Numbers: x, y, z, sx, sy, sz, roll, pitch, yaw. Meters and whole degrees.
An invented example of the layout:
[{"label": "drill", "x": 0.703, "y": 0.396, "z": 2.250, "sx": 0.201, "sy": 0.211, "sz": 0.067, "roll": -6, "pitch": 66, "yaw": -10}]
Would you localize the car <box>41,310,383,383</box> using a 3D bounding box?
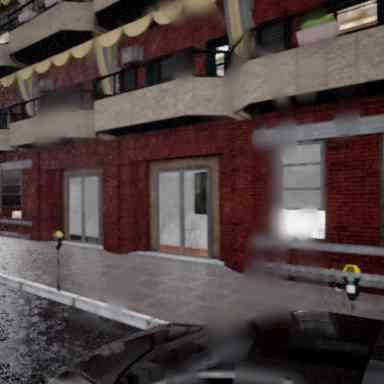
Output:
[{"label": "car", "x": 0.713, "y": 1.567, "z": 2.222, "sx": 4.313, "sy": 1.339, "sz": 1.947, "roll": 0, "pitch": -1, "yaw": 36}]
